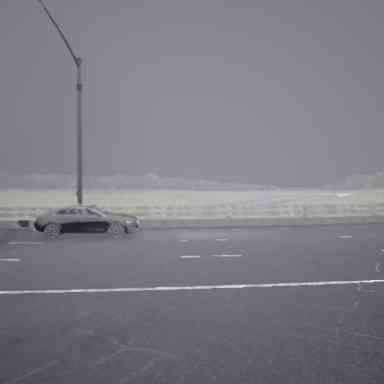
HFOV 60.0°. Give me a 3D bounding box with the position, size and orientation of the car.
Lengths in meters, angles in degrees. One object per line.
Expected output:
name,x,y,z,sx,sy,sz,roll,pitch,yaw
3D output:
car,-5.040,1.385,16.126,4.902,1.511,2.128,0,1,-3
